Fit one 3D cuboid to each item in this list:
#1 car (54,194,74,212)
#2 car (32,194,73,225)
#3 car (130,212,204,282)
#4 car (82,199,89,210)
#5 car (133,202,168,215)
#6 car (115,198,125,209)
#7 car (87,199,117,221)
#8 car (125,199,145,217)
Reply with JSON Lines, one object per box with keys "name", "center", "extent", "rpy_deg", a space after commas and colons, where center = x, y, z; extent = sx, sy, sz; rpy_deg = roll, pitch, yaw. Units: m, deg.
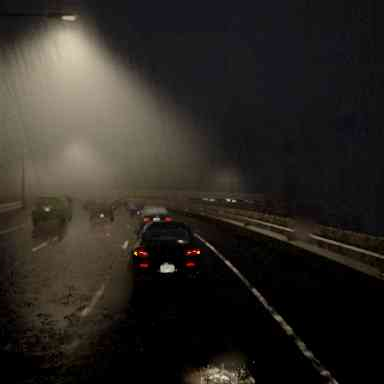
{"name": "car", "center": [-16.190, 1.296, 41.759], "extent": [2.150, 2.045, 5.566], "rpy_deg": [0, 0, -23]}
{"name": "car", "center": [-10.317, 1.268, 24.861], "extent": [2.150, 2.045, 5.566], "rpy_deg": [0, 0, -13]}
{"name": "car", "center": [-0.741, 1.538, 9.697], "extent": [1.812, 1.442, 4.674], "rpy_deg": [0, 0, -5]}
{"name": "car", "center": [-13.150, 1.634, 43.449], "extent": [1.994, 1.385, 4.181], "rpy_deg": [0, 0, -24]}
{"name": "car", "center": [-2.418, 1.575, 21.043], "extent": [2.033, 1.411, 5.357], "rpy_deg": [0, 0, -12]}
{"name": "car", "center": [-9.781, 1.572, 44.463], "extent": [1.837, 1.490, 4.892], "rpy_deg": [0, 0, -23]}
{"name": "car", "center": [-7.589, 1.550, 28.041], "extent": [1.837, 1.490, 4.892], "rpy_deg": [0, 0, -15]}
{"name": "car", "center": [-5.098, 1.571, 31.943], "extent": [1.812, 1.442, 4.674], "rpy_deg": [0, 0, -16]}
